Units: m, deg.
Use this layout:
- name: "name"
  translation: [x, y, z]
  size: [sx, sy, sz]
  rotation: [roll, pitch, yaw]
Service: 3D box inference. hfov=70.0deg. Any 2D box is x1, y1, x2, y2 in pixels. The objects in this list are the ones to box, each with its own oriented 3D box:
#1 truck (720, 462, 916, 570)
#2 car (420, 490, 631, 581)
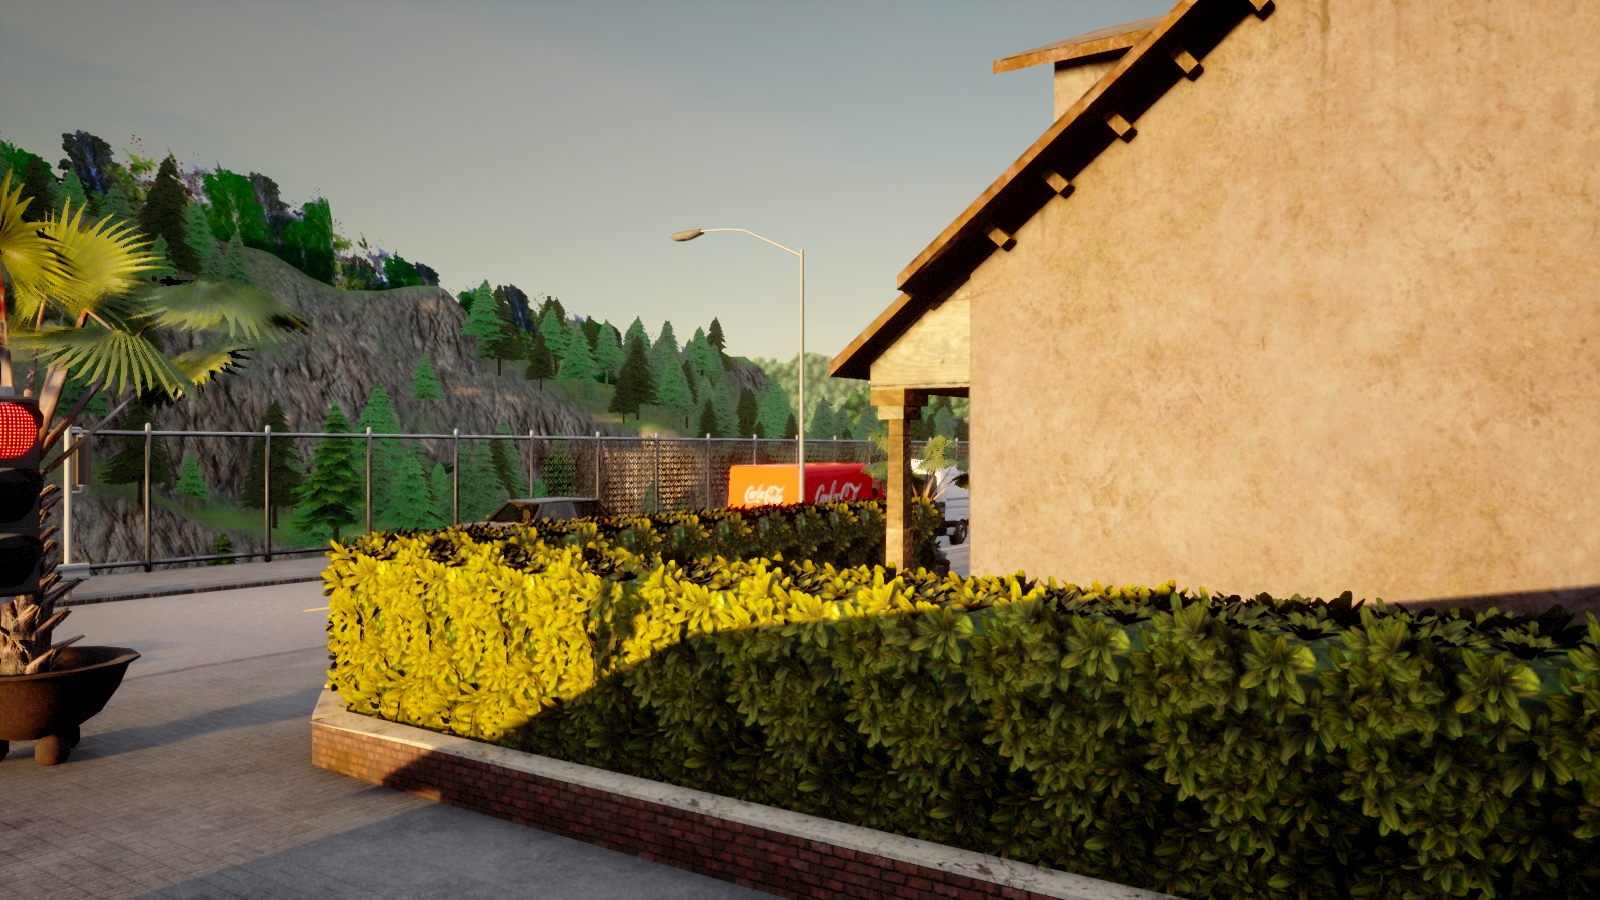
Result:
- name: "truck"
  translation: [0.584, 1.568, 29.600]
  size: [2.627, 2.467, 5.204]
  rotation: [0, 0, 35]
- name: "car"
  translation: [-6.312, 1.906, 26.765]
  size: [2.097, 1.767, 4.553]
  rotation: [0, 0, 35]
